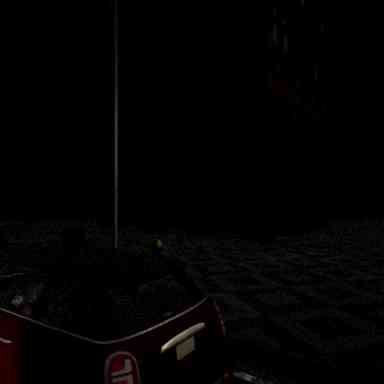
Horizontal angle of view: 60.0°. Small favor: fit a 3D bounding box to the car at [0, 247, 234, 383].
[{"bbox_3d":[-1.646,1.419,4.112,4.097,1.590,1.967,0,0,35],"label":"car"}]
